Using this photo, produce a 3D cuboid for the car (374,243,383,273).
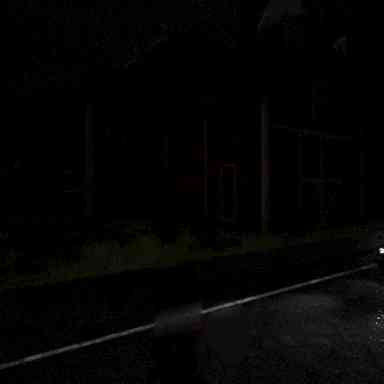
[{"bbox_3d":[6.863,1.520,8.879,4.718,1.301,1.895,-1,0,-35],"label":"car"}]
